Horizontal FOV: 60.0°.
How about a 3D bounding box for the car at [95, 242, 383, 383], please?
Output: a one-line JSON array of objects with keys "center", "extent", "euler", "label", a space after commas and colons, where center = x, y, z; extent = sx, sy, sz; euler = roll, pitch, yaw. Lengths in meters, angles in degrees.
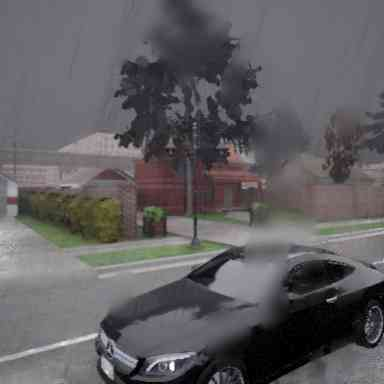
[{"center": [1.036, 1.521, 4.731], "extent": [4.674, 1.442, 1.812], "euler": [0, 0, -36], "label": "car"}]
